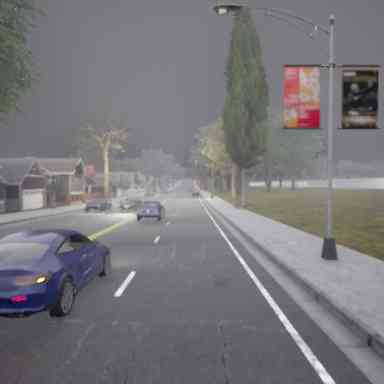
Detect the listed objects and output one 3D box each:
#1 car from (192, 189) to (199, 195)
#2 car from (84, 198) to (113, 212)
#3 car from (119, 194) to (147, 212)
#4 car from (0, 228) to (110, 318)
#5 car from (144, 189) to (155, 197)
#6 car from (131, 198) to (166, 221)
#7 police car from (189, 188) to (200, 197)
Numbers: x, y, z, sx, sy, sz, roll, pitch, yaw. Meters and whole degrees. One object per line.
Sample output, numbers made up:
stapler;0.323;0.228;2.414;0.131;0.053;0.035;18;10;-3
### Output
car;0.943;0.082;90.782;1.837;1.490;4.892;0;2;0
car;-9.858;1.365;35.492;2.033;1.411;5.357;0;0;0
car;-6.605;1.305;36.052;2.128;1.511;4.902;0;0;0
car;-3.151;1.525;7.311;1.812;1.442;4.674;0;0;0
car;-9.777;0.181;76.852;2.097;1.767;4.553;0;2;0
car;-3.160;1.437;26.301;2.033;1.411;5.357;0;0;0
police car;0.947;0.308;80.894;1.930;1.638;5.238;0;2;0
